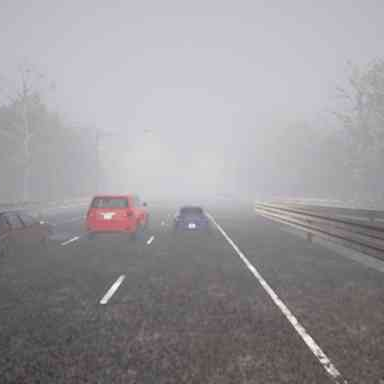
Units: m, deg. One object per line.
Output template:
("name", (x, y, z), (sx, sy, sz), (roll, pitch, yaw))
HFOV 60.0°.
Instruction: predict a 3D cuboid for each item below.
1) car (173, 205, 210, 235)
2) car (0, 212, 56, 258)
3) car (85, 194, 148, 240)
("car", (-0.031, 1.401, 17.851), (1.812, 1.442, 4.674), (0, 0, -1))
("car", (-6.968, 1.461, 12.350), (2.033, 1.411, 5.357), (0, 0, 0))
("car", (-3.511, 1.107, 16.381), (2.150, 2.045, 5.566), (0, 0, -1))
